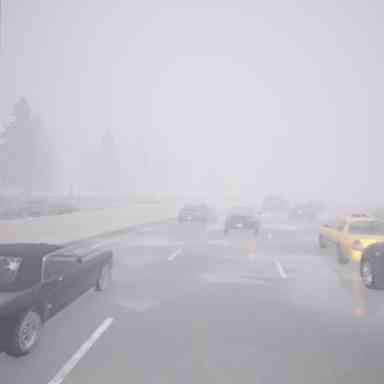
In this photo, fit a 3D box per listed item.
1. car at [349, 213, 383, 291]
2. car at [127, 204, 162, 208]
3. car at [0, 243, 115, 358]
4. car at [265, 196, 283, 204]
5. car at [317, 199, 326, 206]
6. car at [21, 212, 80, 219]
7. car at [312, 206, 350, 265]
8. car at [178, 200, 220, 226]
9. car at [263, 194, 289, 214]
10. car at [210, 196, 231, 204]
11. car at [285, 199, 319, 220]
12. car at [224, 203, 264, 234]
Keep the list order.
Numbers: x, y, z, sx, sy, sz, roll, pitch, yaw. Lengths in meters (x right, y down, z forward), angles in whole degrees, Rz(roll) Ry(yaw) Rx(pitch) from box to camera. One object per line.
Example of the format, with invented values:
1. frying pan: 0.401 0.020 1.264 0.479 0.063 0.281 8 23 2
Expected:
1. car: 4.969 1.401 6.296 2.097 1.767 4.553 1 0 6
2. car: -4.359 1.391 31.610 1.882 1.535 5.008 1 0 20
3. car: -2.955 1.560 5.944 1.895 1.301 4.718 1 0 5
4. car: 16.562 1.497 67.025 1.837 1.490 4.892 1 0 37
5. car: 14.764 1.629 39.963 1.837 1.490 4.892 1 1 32
6. car: -10.210 1.418 24.713 1.994 1.385 4.181 1 0 16
7. car: 5.746 1.507 11.669 1.801 1.575 5.366 1 0 10
8. car: 0.485 1.470 23.384 2.128 1.511 4.902 1 0 16
9. car: 9.300 1.284 36.573 2.150 2.045 5.566 1 0 25
10. car: 5.469 1.508 63.857 1.812 1.442 4.674 1 0 37
11. car: 9.779 1.641 29.393 1.994 1.385 4.181 1 0 24
12. car: 2.996 1.537 19.244 1.812 1.442 4.674 1 0 14
